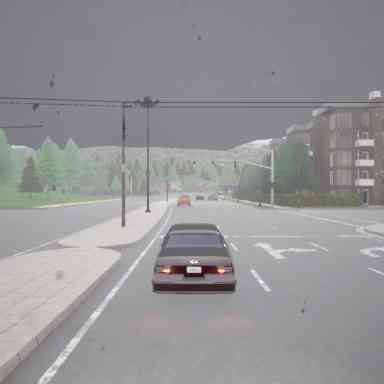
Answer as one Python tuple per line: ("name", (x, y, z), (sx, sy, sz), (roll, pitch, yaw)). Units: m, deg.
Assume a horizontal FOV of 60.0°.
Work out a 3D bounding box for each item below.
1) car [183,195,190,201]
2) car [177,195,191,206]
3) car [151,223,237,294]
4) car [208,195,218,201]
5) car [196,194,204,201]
("car", (-1.450, 1.523, 85.501), (1.812, 1.442, 4.674), (0, 0, 0))
("car", (-1.312, 1.352, 54.676), (2.097, 1.767, 4.553), (0, 0, -1))
("car", (0.049, 1.547, 8.930), (2.033, 1.411, 5.357), (0, 0, 0))
("car", (5.550, 1.539, 85.541), (2.033, 1.411, 5.357), (0, 0, 0))
("car", (2.050, 1.477, 85.536), (1.882, 1.535, 5.008), (0, 0, 0))
